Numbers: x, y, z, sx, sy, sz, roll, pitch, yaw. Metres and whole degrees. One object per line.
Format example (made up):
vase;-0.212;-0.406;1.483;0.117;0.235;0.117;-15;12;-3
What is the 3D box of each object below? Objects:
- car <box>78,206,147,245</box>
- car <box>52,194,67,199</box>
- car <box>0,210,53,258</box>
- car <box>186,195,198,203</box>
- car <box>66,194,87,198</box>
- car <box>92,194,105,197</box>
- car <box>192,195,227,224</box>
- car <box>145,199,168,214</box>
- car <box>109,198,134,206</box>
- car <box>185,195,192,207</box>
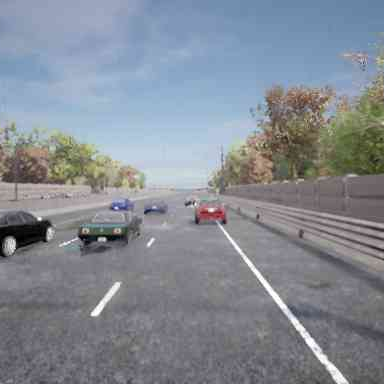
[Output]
car;-3.400;1.493;14.816;1.895;1.301;4.718;0;0;0
car;-24.521;1.115;62.325;1.837;1.490;4.892;0;1;0
car;-6.901;1.387;12.359;1.882;1.535;5.008;0;0;0
car;-0.012;1.241;57.464;1.895;1.301;4.718;0;0;0
car;-21.021;1.162;62.062;2.033;1.411;5.357;0;0;0
car;-17.532;1.109;62.609;2.128;1.511;4.902;0;0;1
car;1.218;1.192;23.265;2.097;1.767;4.553;0;0;0
car;-3.404;1.352;32.210;1.994;1.385;4.181;0;0;0
car;-6.903;1.310;32.746;1.812;1.442;4.674;0;0;0
car;0.015;1.314;44.884;1.895;1.301;4.718;0;0;0
